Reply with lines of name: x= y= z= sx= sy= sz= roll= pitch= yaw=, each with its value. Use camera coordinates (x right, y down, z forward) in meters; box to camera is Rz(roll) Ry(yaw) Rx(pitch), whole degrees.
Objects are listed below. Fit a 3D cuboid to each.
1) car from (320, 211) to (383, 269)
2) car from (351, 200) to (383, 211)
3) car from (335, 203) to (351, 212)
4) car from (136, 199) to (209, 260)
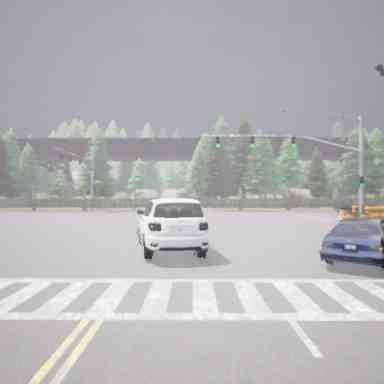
car: x=5.859 y=1.594 z=11.377 sx=2.033 sy=1.411 sz=5.357 roll=0 pitch=0 yaw=34
car: x=16.637 y=1.605 z=28.130 sx=4.902 sy=1.511 sz=2.128 roll=0 pitch=0 yaw=0
car: x=17.788 y=1.619 z=35.125 sx=5.008 sy=1.535 sz=1.882 roll=0 pitch=0 yaw=0
car: x=-0.902 y=1.273 z=12.956 sx=2.150 sy=2.045 sz=5.566 roll=0 pitch=0 yaw=-12
